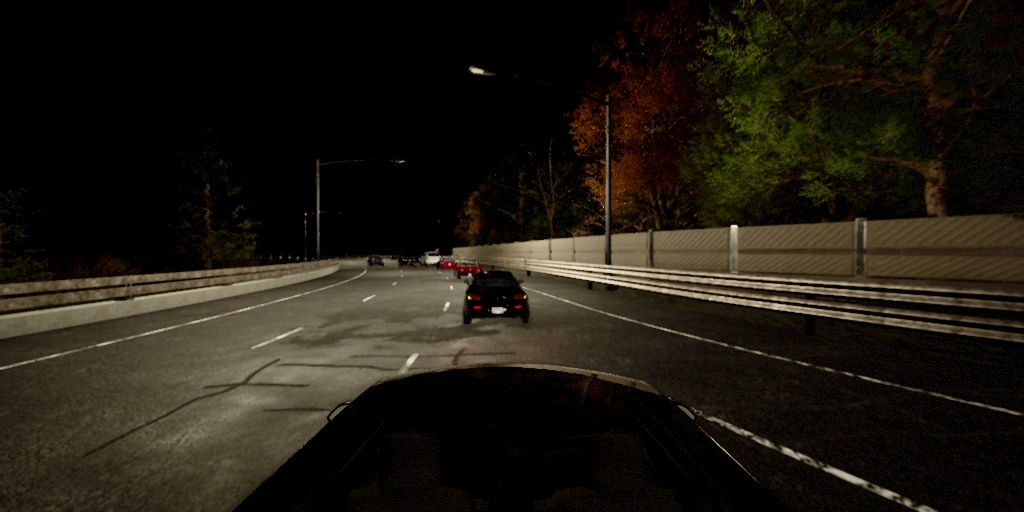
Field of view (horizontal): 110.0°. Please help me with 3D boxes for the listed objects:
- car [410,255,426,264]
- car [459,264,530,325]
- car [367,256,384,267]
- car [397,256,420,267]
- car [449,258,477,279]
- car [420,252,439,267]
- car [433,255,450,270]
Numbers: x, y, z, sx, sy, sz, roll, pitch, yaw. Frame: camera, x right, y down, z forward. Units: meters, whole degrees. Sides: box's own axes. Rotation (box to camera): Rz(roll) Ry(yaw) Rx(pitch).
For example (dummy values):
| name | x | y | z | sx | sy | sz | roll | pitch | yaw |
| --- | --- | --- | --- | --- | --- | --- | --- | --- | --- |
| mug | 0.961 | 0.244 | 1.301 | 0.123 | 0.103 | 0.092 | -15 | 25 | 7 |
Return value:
| name | x | y | z | sx | sy | sz | roll | pitch | yaw |
| --- | --- | --- | --- | --- | --- | --- | --- | --- | --- |
| car | -16.190 | 0.629 | 61.676 | 2.033 | 1.411 | 5.357 | 0 | 1 | -22 |
| car | -0.555 | 1.168 | 11.294 | 1.812 | 1.442 | 4.674 | 0 | 1 | -5 |
| car | -19.659 | 0.747 | 51.435 | 2.033 | 1.411 | 5.357 | 0 | 1 | -28 |
| car | -14.343 | 0.721 | 48.512 | 2.128 | 1.511 | 4.902 | 0 | 1 | -25 |
| car | -3.603 | 1.051 | 28.420 | 1.895 | 1.301 | 4.718 | 0 | 1 | -14 |
| car | -11.603 | 0.425 | 50.916 | 2.150 | 2.045 | 5.566 | 0 | 1 | -24 |
| car | -7.572 | 0.869 | 41.467 | 1.994 | 1.385 | 4.181 | 0 | 1 | -21 |
